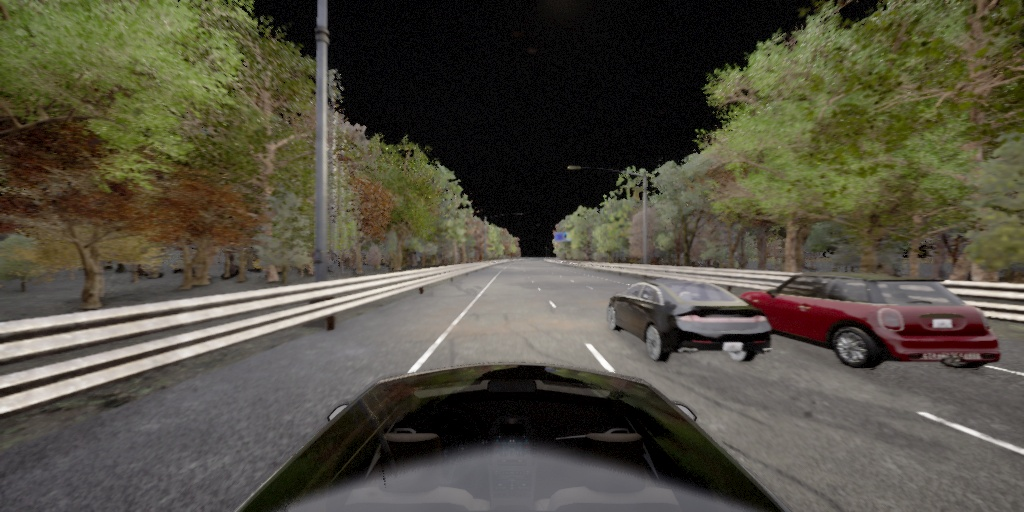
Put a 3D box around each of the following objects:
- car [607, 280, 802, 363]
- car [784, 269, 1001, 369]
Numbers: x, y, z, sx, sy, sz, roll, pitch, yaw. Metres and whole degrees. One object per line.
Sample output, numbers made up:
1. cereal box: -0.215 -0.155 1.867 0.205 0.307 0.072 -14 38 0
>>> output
1. car: 3.601 1.282 8.275 2.128 1.511 4.902 0 0 0
2. car: 7.100 1.141 8.041 2.097 1.767 4.553 0 0 0
